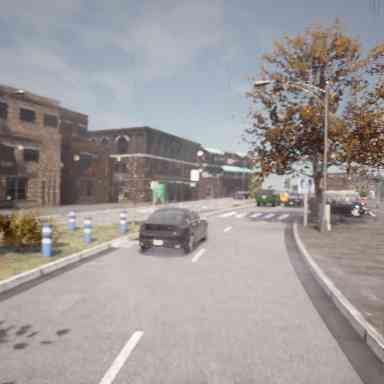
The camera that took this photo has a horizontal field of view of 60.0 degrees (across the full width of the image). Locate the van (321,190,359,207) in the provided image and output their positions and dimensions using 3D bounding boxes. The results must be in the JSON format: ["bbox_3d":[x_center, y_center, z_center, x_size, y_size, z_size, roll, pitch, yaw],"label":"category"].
[{"bbox_3d":[19.518,0.800,43.788,4.442,1.987,1.878,1,1,26],"label":"van"}]

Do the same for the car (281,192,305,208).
[{"bbox_3d":[12.282,1.076,39.908,1.812,1.442,4.674,1,1,25],"label":"car"}]

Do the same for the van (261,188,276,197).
[{"bbox_3d":[17.127,0.081,74.227,1.878,1.987,4.442,1,1,32],"label":"van"}]

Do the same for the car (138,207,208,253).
[{"bbox_3d":[-0.576,1.366,13.231,1.837,1.490,4.892,1,1,13],"label":"car"}]

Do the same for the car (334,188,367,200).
[{"bbox_3d":[31.162,0.351,65.560,5.566,2.045,2.435,2,1,32],"label":"car"}]

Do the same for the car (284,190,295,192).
[{"bbox_3d":[13.669,0.831,49.844,1.882,1.535,5.008,1,1,27],"label":"car"}]

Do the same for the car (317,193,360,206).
[{"bbox_3d":[20.446,0.973,46.380,5.366,1.575,1.946,1,1,27],"label":"car"}]

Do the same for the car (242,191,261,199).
[{"bbox_3d":[11.565,0.502,64.745,2.163,1.488,4.792,1,2,30],"label":"car"}]

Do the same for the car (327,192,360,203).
[{"bbox_3d":[24.387,0.870,53.562,4.792,1.488,2.163,1,2,29],"label":"car"}]

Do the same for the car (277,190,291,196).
[{"bbox_3d":[23.190,0.268,83.663,2.002,1.452,4.674,1,1,34],"label":"car"}]

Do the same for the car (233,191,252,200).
[{"bbox_3d":[8.938,0.563,59.921,2.097,1.535,5.008,1,1,28],"label":"car"}]

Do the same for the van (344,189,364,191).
[{"bbox_3d":[14.799,0.950,34.072,4.442,1.987,1.878,1,1,24],"label":"van"}]

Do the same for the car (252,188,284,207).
[{"bbox_3d":[9.430,0.720,40.849,2.150,2.045,5.566,1,1,24],"label":"car"}]

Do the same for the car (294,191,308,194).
[{"bbox_3d":[16.550,0.949,48.892,2.033,1.411,5.357,1,1,27],"label":"car"}]

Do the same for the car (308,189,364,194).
[{"bbox_3d":[16.045,0.892,36.521,5.566,2.045,2.435,1,1,24],"label":"car"}]

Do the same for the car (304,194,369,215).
[{"bbox_3d":[12.650,1.248,28.999,4.892,1.521,2.231,1,1,24],"label":"car"}]

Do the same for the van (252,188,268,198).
[{"bbox_3d":[14.284,0.156,69.474,1.878,1.987,4.442,1,1,31],"label":"van"}]

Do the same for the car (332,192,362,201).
[{"bbox_3d":[28.374,0.715,60.864,4.792,1.488,2.163,1,2,31],"label":"car"}]

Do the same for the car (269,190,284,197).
[{"bbox_3d":[20.157,0.294,79.024,2.002,1.452,4.674,1,1,33],"label":"car"}]

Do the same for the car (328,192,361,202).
[{"bbox_3d":[25.657,0.791,55.980,4.892,1.521,2.231,1,2,29],"label":"car"}]

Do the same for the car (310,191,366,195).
[{"bbox_3d":[13.809,1.088,31.497,4.553,1.767,2.185,1,1,24],"label":"car"}]

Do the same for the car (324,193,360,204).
[{"bbox_3d":[23.062,0.917,51.177,4.792,1.488,2.163,1,2,28],"label":"car"}]
